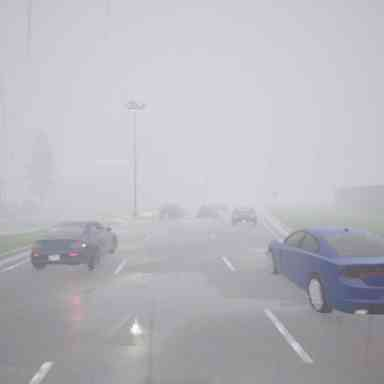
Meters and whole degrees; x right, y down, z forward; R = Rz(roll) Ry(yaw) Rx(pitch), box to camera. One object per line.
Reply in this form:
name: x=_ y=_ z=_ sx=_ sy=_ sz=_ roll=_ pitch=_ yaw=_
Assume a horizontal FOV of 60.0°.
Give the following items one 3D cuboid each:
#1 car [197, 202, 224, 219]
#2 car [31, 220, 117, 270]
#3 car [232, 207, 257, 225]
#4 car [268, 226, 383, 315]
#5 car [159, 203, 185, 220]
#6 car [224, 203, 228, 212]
car: x=1.646 y=1.911 z=32.928 sx=2.033 sy=1.411 sz=5.357 roll=-1 pitch=-1 yaw=9
car: x=-3.909 y=1.694 z=11.608 sx=1.812 sy=1.442 sz=4.674 roll=-1 pitch=-1 yaw=-1
car: x=4.192 y=1.871 z=26.665 sx=1.895 sy=1.301 sz=4.718 roll=-1 pitch=-1 yaw=9
car: x=3.225 y=1.541 z=7.834 sx=1.882 sy=1.535 sz=5.008 roll=0 pitch=-1 yaw=-3
car: x=-1.928 y=1.896 z=32.571 sx=1.837 sy=1.490 sz=4.892 roll=-1 pitch=-1 yaw=9
car: x=4.009 y=2.106 z=47.045 sx=1.895 sy=1.301 sz=4.718 roll=-1 pitch=-1 yaw=10
